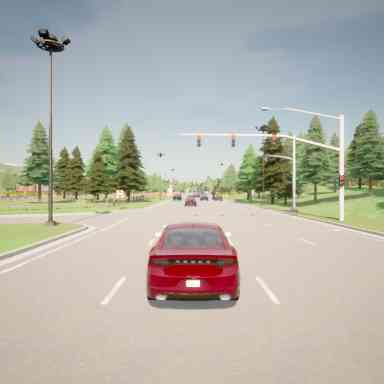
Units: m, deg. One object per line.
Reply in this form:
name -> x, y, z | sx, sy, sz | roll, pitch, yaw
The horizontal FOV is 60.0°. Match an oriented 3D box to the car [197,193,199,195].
car -> 3.136, 1.357, 94.046 | 2.128, 1.511, 4.902 | 0, 0, 0

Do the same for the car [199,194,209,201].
car -> 3.175, 1.516, 84.043 | 1.812, 1.442, 4.674 | 0, 0, 0

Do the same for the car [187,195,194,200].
car -> -0.364, 1.427, 94.062 | 1.895, 1.301, 4.718 | 0, 0, 0

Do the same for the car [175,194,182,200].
car -> -3.864, 1.310, 94.019 | 1.882, 1.535, 5.008 | 0, 0, 0

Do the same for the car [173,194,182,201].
car -> -3.824, 1.469, 83.599 | 1.882, 1.535, 5.008 | 0, 0, 0

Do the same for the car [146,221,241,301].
car -> 0.031, 1.478, 8.398 | 1.882, 1.535, 5.008 | 0, 0, 0

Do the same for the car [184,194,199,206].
car -> -0.204, 1.525, 53.000 | 1.812, 1.442, 4.674 | 0, 0, 0

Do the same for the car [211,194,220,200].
car -> 6.636, 1.372, 94.060 | 2.033, 1.411, 5.357 | 0, 0, 0

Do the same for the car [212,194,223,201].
car -> 6.676, 1.516, 83.640 | 2.128, 1.511, 4.902 | 0, 0, 0
